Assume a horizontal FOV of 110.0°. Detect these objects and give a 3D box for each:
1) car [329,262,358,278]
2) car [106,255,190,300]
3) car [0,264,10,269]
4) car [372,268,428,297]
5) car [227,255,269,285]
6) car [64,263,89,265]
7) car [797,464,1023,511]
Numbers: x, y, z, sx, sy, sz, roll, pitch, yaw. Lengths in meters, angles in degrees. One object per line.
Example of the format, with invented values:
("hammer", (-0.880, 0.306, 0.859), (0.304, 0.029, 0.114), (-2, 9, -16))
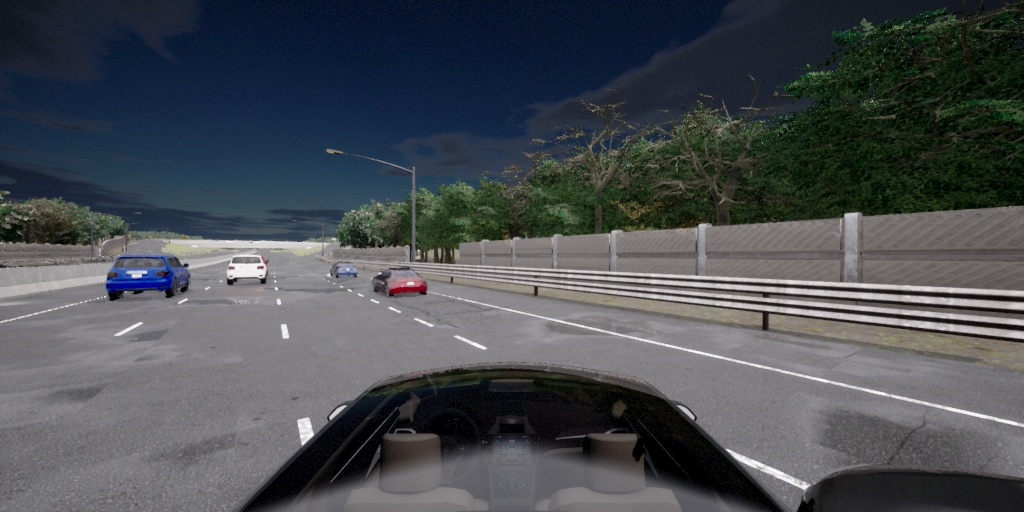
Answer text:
("car", (-15.879, 1.273, 33.715), (2.033, 1.411, 5.357), (0, 0, -34))
("car", (-17.898, 0.960, 17.890), (2.150, 2.045, 5.566), (0, 0, -34))
("car", (-42.066, 1.238, 28.468), (1.812, 1.442, 4.674), (0, 0, -34))
("car", (-6.068, 1.306, 19.128), (1.994, 1.385, 4.181), (0, 0, -34))
("car", (-19.275, 0.952, 26.216), (2.150, 2.045, 5.566), (0, 0, -34))
("car", (-41.632, 1.308, 34.121), (1.895, 1.301, 4.718), (0, 0, -34))
("car", (2.985, 1.315, 0.467), (4.181, 1.385, 1.994), (0, 0, 34))
